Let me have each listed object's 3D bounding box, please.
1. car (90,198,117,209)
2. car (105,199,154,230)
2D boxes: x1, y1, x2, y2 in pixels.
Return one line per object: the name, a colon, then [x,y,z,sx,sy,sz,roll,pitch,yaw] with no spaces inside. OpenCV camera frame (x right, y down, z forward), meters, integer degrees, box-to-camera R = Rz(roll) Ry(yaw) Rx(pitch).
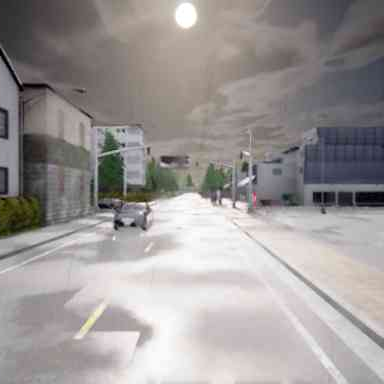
car: [-10.452,1.485,40.079,4.902,1.511,2.128,0,0,12]
car: [-3.414,1.402,20.138,2.128,1.511,4.902,0,0,0]
